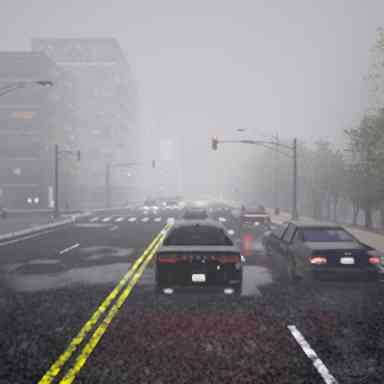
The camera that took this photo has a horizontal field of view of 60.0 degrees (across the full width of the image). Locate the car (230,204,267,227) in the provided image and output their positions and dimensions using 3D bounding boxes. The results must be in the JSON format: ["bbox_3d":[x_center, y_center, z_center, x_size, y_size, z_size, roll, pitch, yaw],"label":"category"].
[{"bbox_3d":[3.449,1.460,20.011,2.128,1.511,4.902,0,0,0],"label":"car"}]

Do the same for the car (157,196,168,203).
[{"bbox_3d":[-6.155,1.514,69.059,1.895,1.301,4.718,0,0,0],"label":"car"}]

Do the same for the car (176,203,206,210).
[{"bbox_3d":[0.195,1.534,19.102,1.994,1.385,4.181,0,0,0],"label":"car"}]

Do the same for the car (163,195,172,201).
[{"bbox_3d":[-6.087,1.492,82.592,1.895,1.301,4.718,0,0,0],"label":"car"}]

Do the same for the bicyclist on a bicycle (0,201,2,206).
[{"bbox_3d":[-24.666,1.517,42.351,0.582,1.620,1.656,-1,1,0],"label":"bicyclist on a bicycle"}]

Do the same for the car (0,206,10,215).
[{"bbox_3d":[-21.123,1.706,33.658,4.902,1.511,2.128,-1,0,0],"label":"car"}]

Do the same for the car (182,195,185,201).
[{"bbox_3d":[-2.922,1.416,67.501,1.837,1.490,4.892,0,1,1],"label":"car"}]

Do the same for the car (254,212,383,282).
[{"bbox_3d":[3.394,1.531,9.699,2.033,1.411,5.357,0,0,1],"label":"car"}]

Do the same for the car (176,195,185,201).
[{"bbox_3d":[-2.839,1.450,82.424,1.994,1.385,4.181,0,0,0],"label":"car"}]

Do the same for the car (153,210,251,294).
[{"bbox_3d":[0.143,1.463,8.762,1.882,1.535,5.008,0,0,0],"label":"car"}]

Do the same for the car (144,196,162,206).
[{"bbox_3d":[-6.329,1.529,51.984,1.895,1.301,4.718,0,0,0],"label":"car"}]

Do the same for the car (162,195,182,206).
[{"bbox_3d":[-3.077,1.475,52.259,2.033,1.411,5.357,0,0,0],"label":"car"}]
